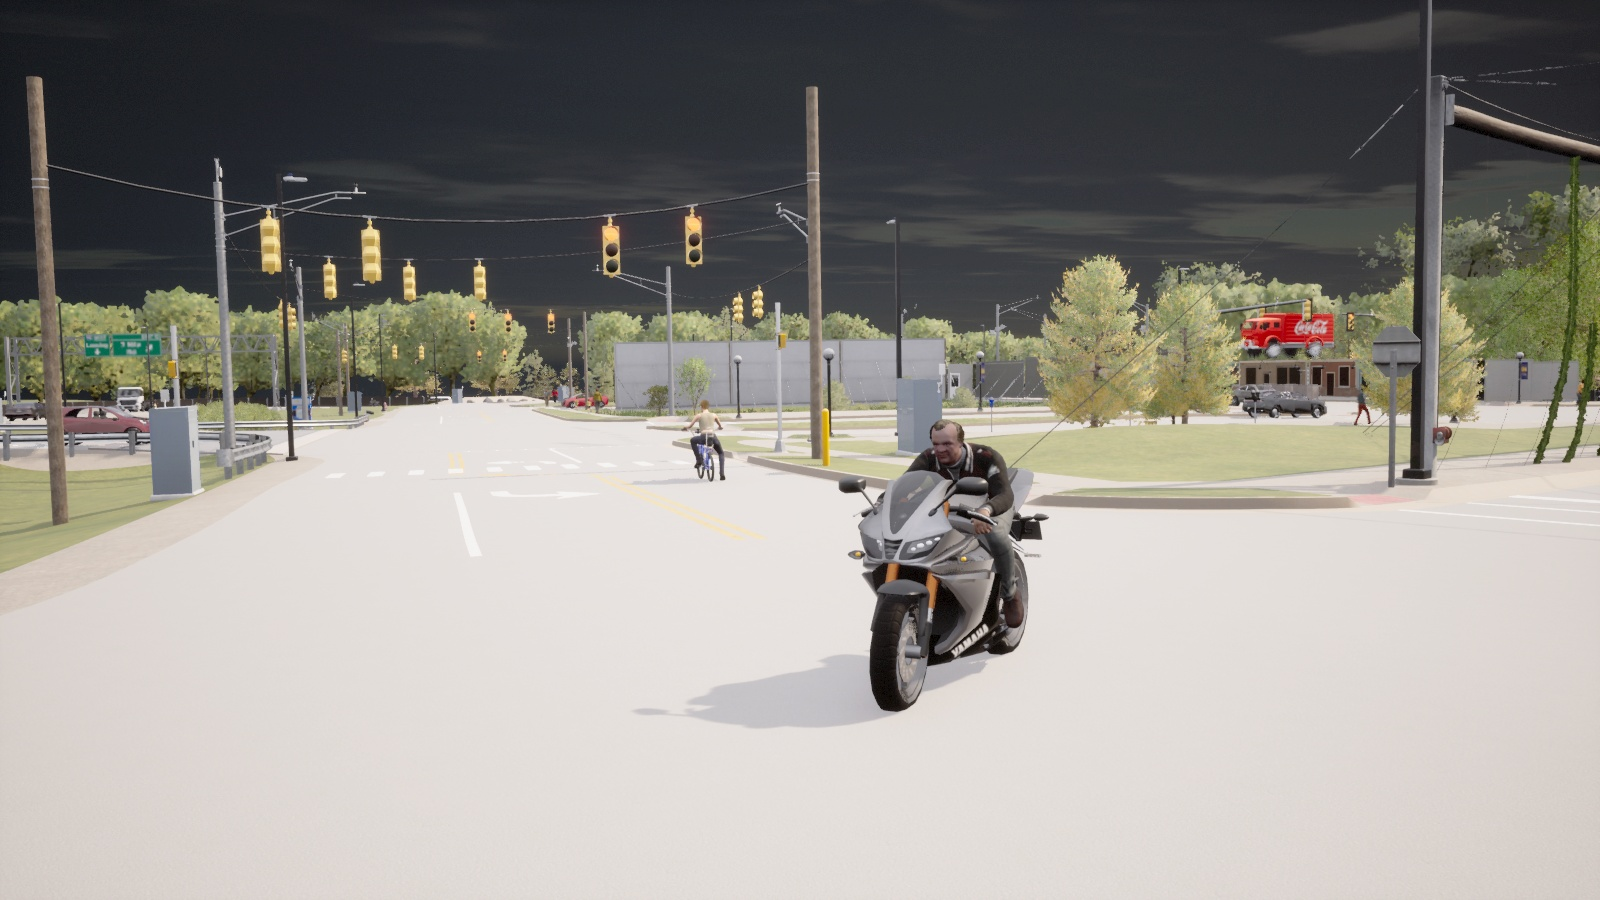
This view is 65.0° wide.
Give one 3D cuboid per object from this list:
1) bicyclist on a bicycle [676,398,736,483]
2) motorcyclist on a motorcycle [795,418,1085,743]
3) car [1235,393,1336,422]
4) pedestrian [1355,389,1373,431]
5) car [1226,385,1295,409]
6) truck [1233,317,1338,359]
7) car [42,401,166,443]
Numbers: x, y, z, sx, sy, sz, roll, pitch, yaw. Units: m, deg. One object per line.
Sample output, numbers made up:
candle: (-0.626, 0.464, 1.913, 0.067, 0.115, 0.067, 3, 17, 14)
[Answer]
bicyclist on a bicycle: (-1.887, -0.210, 24.951, 0.866, 1.612, 1.509, -2, 3, -16)
motorcyclist on a motorcycle: (0.895, 0.607, 7.232, 0.866, 1.530, 2.191, 0, 3, 29)
car: (26.543, -2.331, 68.680, 4.902, 1.511, 2.128, -1, 3, -20)
pedestrian: (25.418, -1.808, 56.570, 0.614, 1.847, 0.353, -2, 4, -17)
car: (33.325, -3.853, 91.031, 2.152, 1.651, 5.027, -2, 4, -15)
truck: (29.016, -6.727, 75.113, 5.204, 2.467, 2.627, -2, 6, -15)
car: (-26.077, -1.087, 47.184, 3.633, 1.501, 1.845, -1, 3, -11)
